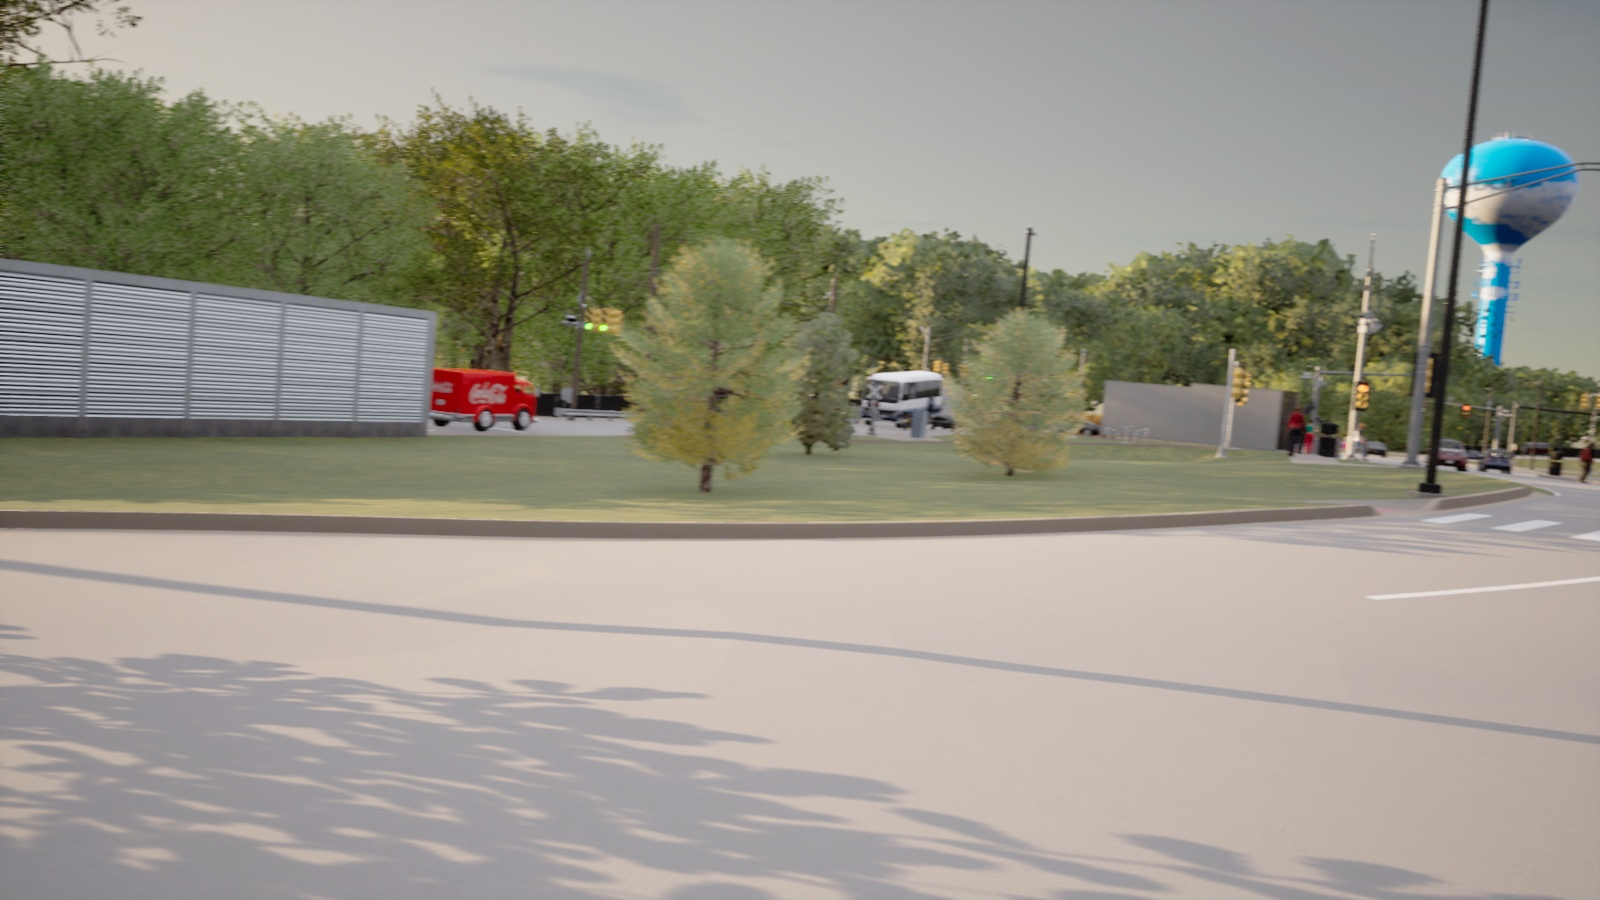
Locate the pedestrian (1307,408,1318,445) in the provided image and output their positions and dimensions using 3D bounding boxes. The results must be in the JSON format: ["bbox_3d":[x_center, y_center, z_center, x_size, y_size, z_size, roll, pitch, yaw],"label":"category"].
[{"bbox_3d":[25.898,-1.186,63.444,0.345,1.836,0.594,5,2,28],"label":"pedestrian"}]

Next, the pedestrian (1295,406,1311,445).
[{"bbox_3d":[24.897,-1.208,62.105,0.563,1.883,0.849,5,2,23],"label":"pedestrian"}]

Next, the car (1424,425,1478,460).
[{"bbox_3d":[31.119,-0.370,60.128,1.845,1.501,3.633,5,2,22],"label":"car"}]

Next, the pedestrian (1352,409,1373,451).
[{"bbox_3d":[25.567,-0.917,57.052,0.706,1.836,0.354,5,2,29],"label":"pedestrian"}]

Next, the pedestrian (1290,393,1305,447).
[{"bbox_3d":[17.313,-1.030,43.709,0.331,1.846,0.636,5,2,20],"label":"pedestrian"}]

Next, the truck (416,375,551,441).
[{"bbox_3d":[-13.129,-1.799,52.501,2.627,2.467,5.204,5,5,26],"label":"truck"}]

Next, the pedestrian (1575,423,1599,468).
[{"bbox_3d":[33.619,-0.169,53.381,0.899,1.844,0.634,5,2,19],"label":"pedestrian"}]
